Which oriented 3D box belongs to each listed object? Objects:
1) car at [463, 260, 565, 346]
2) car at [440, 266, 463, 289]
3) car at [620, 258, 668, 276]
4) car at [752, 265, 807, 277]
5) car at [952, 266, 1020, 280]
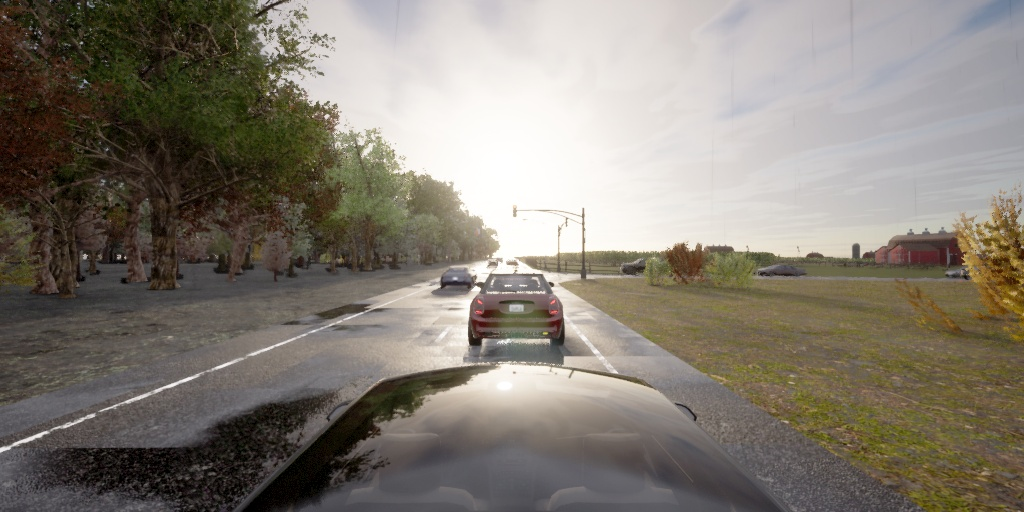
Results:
[{"bbox_3d":[0.095,1.104,9.581,2.097,1.767,4.553,0,0,0],"label":"car"},{"bbox_3d":[-3.409,1.318,23.511,1.994,1.385,4.181,0,0,0],"label":"car"},{"bbox_3d":[15.245,1.196,40.984,5.566,2.045,2.150,0,-1,2],"label":"car"},{"bbox_3d":[30.377,1.686,40.800,5.357,1.411,2.033,1,-1,0],"label":"car"},{"bbox_3d":[49.622,1.781,37.121,4.902,1.511,2.128,1,-1,0],"label":"car"}]
